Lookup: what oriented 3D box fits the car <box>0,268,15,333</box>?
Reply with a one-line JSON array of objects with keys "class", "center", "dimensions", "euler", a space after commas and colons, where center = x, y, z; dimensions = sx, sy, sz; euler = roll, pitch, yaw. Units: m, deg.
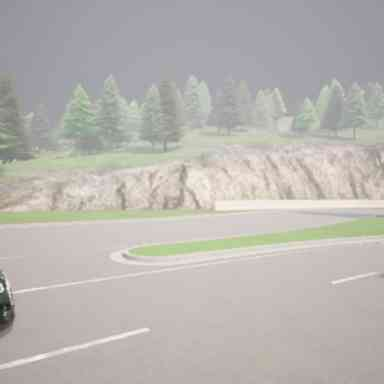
[{"class": "car", "center": [-4.975, 1.339, 4.491], "dimensions": [4.553, 1.767, 2.097], "euler": [1, 0, -35]}]
